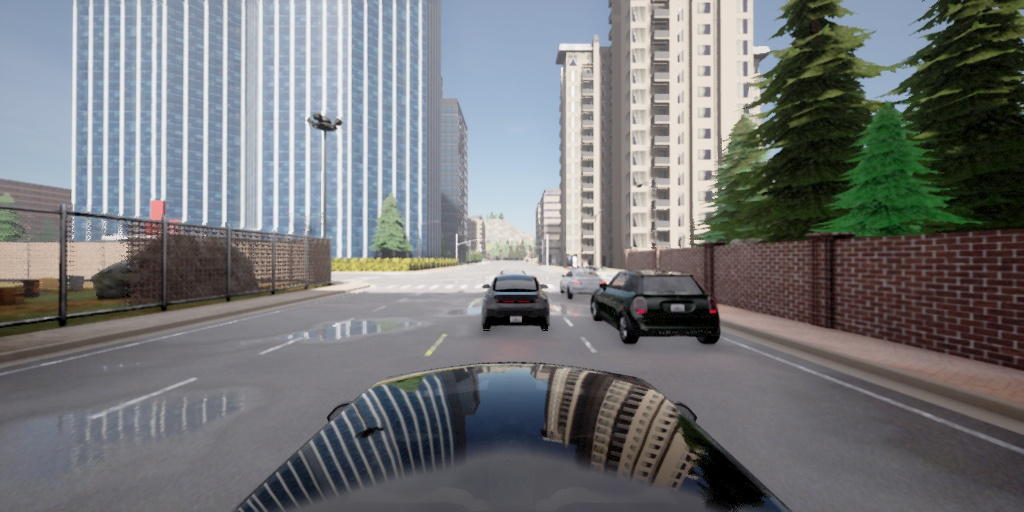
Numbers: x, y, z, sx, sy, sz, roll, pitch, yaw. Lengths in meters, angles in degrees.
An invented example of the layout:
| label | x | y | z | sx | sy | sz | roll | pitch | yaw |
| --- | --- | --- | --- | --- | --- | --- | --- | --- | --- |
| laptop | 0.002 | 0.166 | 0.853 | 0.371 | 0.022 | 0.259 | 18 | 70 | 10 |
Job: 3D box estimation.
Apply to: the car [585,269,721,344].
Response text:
| label | x | y | z | sx | sy | sz | roll | pitch | yaw |
| --- | --- | --- | --- | --- | --- | --- | --- | --- | --- |
| car | 3.608 | 1.158 | 9.923 | 2.097 | 1.767 | 4.553 | 0 | 0 | 0 |

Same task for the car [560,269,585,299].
| label | x | y | z | sx | sy | sz | roll | pitch | yaw |
| --- | --- | --- | --- | --- | --- | --- | --- | --- | --- |
| car | 3.637 | 1.392 | 18.749 | 1.812 | 1.442 | 4.674 | 0 | 0 | 1 |

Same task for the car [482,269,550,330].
| label | x | y | z | sx | sy | sz | roll | pitch | yaw |
| --- | --- | --- | --- | --- | --- | --- | --- | --- | --- |
| car | 0.107 | 1.323 | 11.371 | 1.837 | 1.490 | 4.892 | 0 | 0 | 0 |
